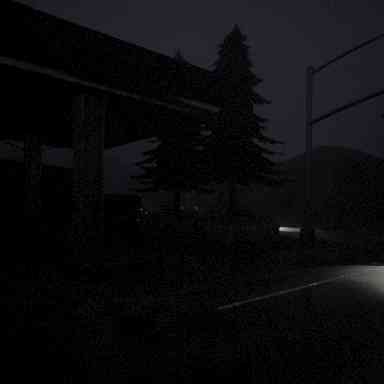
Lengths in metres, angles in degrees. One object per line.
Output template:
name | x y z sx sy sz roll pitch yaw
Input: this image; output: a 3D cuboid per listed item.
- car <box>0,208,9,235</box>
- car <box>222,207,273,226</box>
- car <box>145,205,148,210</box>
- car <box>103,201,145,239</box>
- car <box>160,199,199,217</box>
car | -11.637 1.520 18.491 2.242 1.667 4.611 1 0 -36
car | 4.111 1.813 25.044 1.994 1.385 4.181 1 0 -35
car | -7.462 1.661 41.344 2.033 1.411 5.357 1 0 -35
car | -4.506 1.445 18.311 1.905 1.878 3.866 1 0 -36
car | -1.310 1.537 32.682 2.097 1.767 4.553 1 0 -36
